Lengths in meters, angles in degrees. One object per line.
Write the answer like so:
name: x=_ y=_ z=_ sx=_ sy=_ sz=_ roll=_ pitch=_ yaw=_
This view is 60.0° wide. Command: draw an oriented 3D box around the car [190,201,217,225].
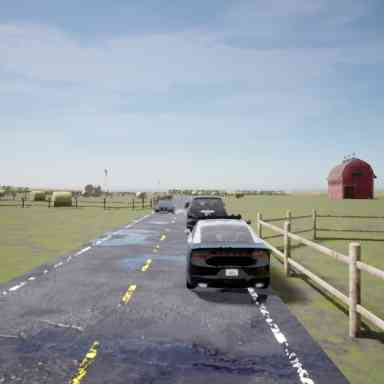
car: x=0.765 y=1.501 z=25.206 sx=1.837 sy=1.490 sz=4.892 roll=0 pitch=0 yaw=0

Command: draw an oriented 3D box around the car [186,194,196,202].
car: x=-0.165 y=1.257 z=71.649 sx=2.097 sy=1.767 sz=4.553 roll=0 pitch=0 yaw=0

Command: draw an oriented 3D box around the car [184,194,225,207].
car: x=0.779 y=1.222 z=19.236 sx=2.150 sy=2.045 sz=5.566 roll=0 pitch=0 yaw=0

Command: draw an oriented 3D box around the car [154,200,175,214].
car: x=-2.831 y=1.559 z=35.209 sx=1.994 sy=1.385 sz=4.181 roll=0 pitch=0 yaw=0

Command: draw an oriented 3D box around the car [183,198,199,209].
car: x=-0.078 y=1.540 z=46.056 sx=2.033 sy=1.411 sz=5.357 roll=0 pitch=0 yaw=0

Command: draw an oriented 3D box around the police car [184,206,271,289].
police car: x=0.802 y=1.424 z=9.316 sx=1.930 sy=1.638 sz=5.238 roll=0 pitch=0 yaw=0
